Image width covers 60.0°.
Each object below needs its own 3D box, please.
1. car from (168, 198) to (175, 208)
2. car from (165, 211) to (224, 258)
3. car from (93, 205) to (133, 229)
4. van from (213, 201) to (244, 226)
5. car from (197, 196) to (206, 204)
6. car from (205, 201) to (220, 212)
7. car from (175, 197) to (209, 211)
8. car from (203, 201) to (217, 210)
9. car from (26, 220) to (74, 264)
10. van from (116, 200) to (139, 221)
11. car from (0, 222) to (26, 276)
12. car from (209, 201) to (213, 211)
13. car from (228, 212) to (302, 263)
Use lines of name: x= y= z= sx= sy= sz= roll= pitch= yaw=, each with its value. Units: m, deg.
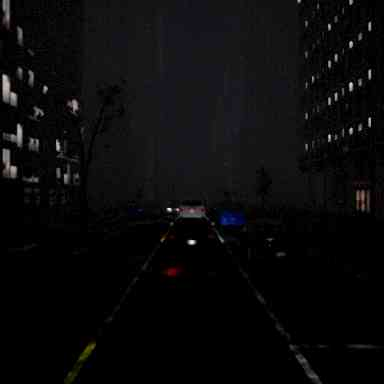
car: x=-3.016 y=1.899 z=57.626 sx=2.097 sy=1.767 sz=4.553 roll=0 pitch=0 yaw=0
car: x=0.015 y=1.696 z=13.348 sx=1.994 sy=1.385 sz=4.181 roll=0 pitch=0 yaw=1
car: x=-5.697 y=1.813 z=23.602 sx=1.802 sy=1.307 sz=4.206 roll=-1 pitch=-1 yaw=0
van: x=2.681 y=1.571 z=23.604 sx=1.690 sy=1.788 sz=3.998 roll=-1 pitch=-1 yaw=0
car: x=2.556 y=2.169 z=90.949 sx=2.192 sy=1.841 sz=5.009 roll=-1 pitch=-1 yaw=0
car: x=2.797 y=2.025 z=46.333 sx=1.802 sy=1.307 sz=4.206 roll=-1 pitch=-1 yaw=0
car: x=0.009 y=1.493 z=27.567 sx=2.150 sy=2.045 sz=5.566 roll=0 pitch=0 yaw=0
car: x=2.815 y=2.062 z=52.019 sx=1.947 sy=1.339 sz=4.313 roll=-1 pitch=-1 yaw=0
car: x=-5.698 y=1.703 z=12.235 sx=1.802 sy=1.307 sz=4.206 roll=-1 pitch=-1 yaw=0
van: x=-5.698 y=1.626 z=29.288 sx=1.690 sy=1.788 sz=3.998 roll=-1 pitch=-1 yaw=0
car: x=-5.701 y=1.381 z=6.554 sx=2.192 sy=1.841 sz=5.009 roll=-1 pitch=-1 yaw=0
car: x=2.738 y=1.956 z=40.650 sx=1.947 sy=1.339 sz=4.313 roll=-1 pitch=-1 yaw=0
car: x=2.683 y=1.671 z=12.234 sx=2.008 sy=1.369 sz=4.403 roll=-1 pitch=-1 yaw=0
